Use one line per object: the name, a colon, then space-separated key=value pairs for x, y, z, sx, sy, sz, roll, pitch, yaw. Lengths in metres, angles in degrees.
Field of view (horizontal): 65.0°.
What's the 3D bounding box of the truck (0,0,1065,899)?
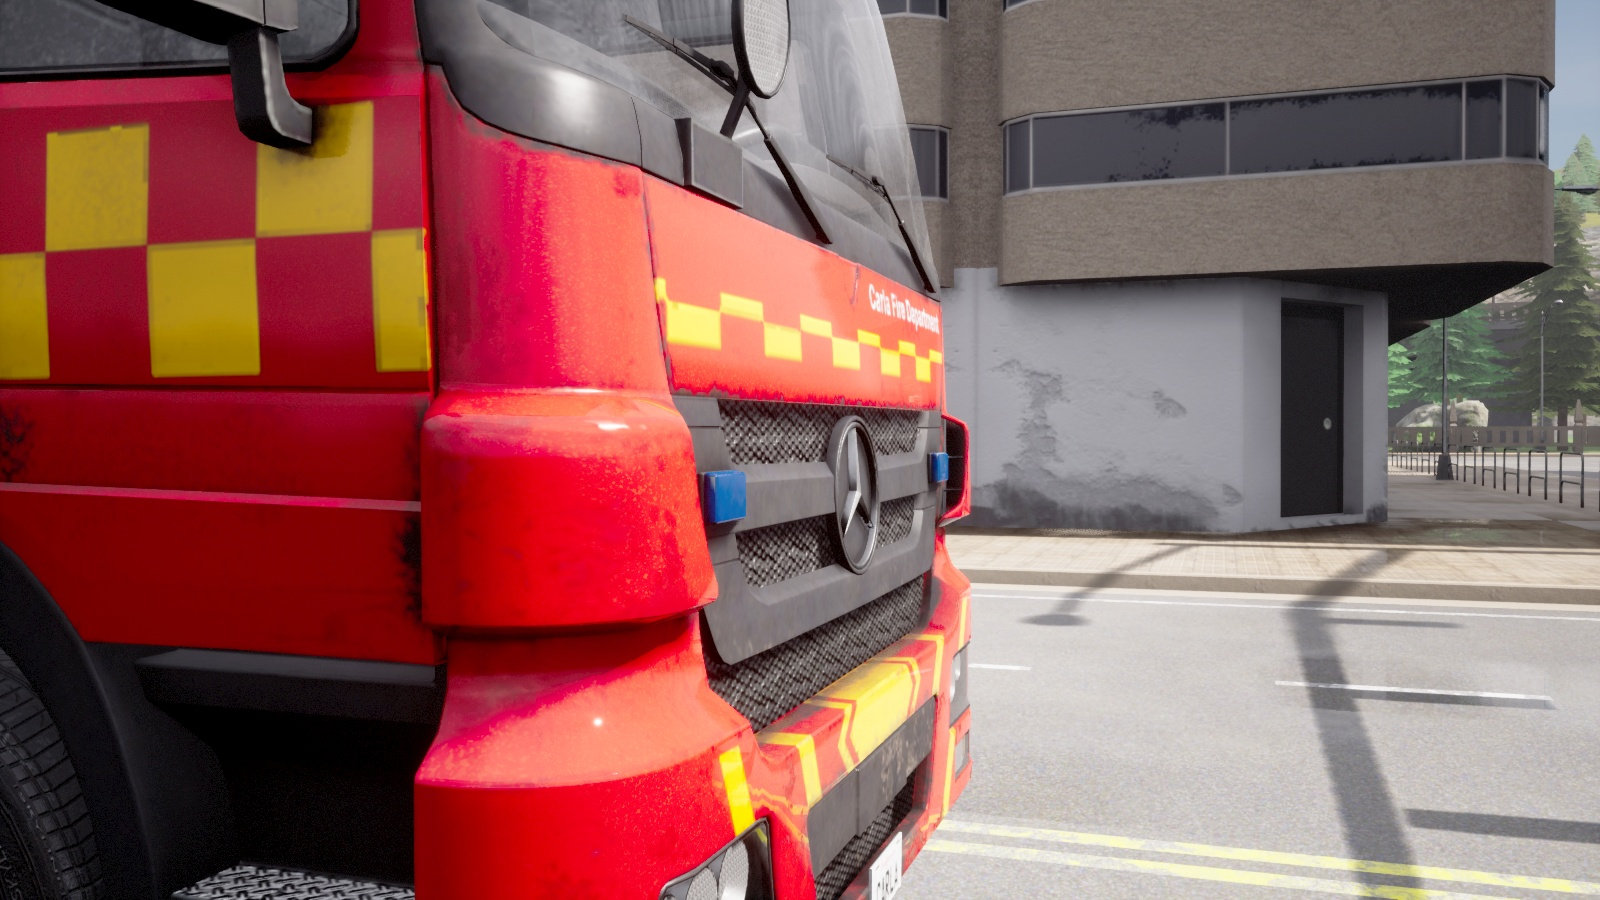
truck: x=-3.556 y=-0.422 z=4.371 sx=8.468 sy=3.827 sz=2.891 roll=1 pitch=1 yaw=19
